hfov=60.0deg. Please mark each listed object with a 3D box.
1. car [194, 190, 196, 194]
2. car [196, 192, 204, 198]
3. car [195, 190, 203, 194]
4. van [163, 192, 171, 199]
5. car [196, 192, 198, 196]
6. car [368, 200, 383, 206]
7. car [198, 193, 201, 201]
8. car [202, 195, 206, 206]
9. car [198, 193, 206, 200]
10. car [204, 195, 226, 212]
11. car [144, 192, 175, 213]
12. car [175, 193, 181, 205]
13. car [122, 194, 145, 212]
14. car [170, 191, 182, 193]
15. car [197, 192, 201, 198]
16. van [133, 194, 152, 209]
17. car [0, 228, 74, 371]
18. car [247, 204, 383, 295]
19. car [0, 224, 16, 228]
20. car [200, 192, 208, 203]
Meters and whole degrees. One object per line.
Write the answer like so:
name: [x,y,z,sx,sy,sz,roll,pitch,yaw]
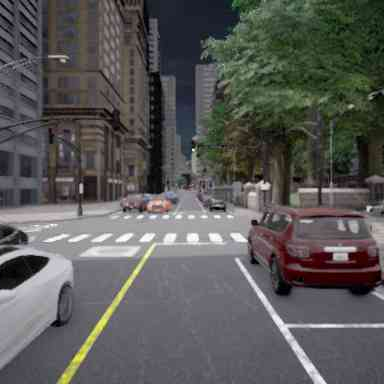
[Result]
car: [2.297,0.701,89.278,2.192,1.841,5.009,0,0,0]
car: [2.268,0.783,94.699,1.967,1.590,4.097,0,0,0]
car: [2.383,0.827,73.018,2.192,1.841,5.009,0,0,0]
van: [-6.200,0.794,83.832,1.690,1.788,3.998,0,0,0]
car: [2.412,1.119,67.599,1.947,1.339,4.313,0,0,0]
car: [14.936,0.956,23.621,4.902,1.511,2.128,-1,0,0]
car: [2.470,1.215,56.759,1.802,1.307,4.206,0,0,0]
car: [2.556,1.327,40.498,1.802,1.307,4.206,0,0,0]
car: [2.353,0.994,78.610,1.752,1.417,4.829,0,0,0]
car: [2.585,1.347,35.079,1.947,1.339,4.313,0,0,0]
car: [-3.307,1.153,34.543,2.097,1.767,4.553,0,0,1]
car: [-3.288,1.232,51.922,2.033,1.411,5.357,0,0,0]
car: [-5.940,1.121,35.051,2.192,1.841,5.009,0,0,0]
car: [-3.332,1.124,63.814,1.812,1.442,4.674,0,0,0]
car: [2.441,1.138,62.179,1.887,1.381,4.507,0,0,0]
van: [-5.969,1.111,40.471,1.690,1.788,3.998,0,0,0]
car: [-3.014,1.511,4.305,1.812,1.442,4.674,0,0,0]
car: [2.726,1.260,8.520,2.192,1.841,5.009,0,0,0]
car: [-5.799,1.536,8.494,1.947,1.339,4.313,0,0,0]
car: [2.527,1.149,45.918,1.967,1.590,4.097,0,0,0]
